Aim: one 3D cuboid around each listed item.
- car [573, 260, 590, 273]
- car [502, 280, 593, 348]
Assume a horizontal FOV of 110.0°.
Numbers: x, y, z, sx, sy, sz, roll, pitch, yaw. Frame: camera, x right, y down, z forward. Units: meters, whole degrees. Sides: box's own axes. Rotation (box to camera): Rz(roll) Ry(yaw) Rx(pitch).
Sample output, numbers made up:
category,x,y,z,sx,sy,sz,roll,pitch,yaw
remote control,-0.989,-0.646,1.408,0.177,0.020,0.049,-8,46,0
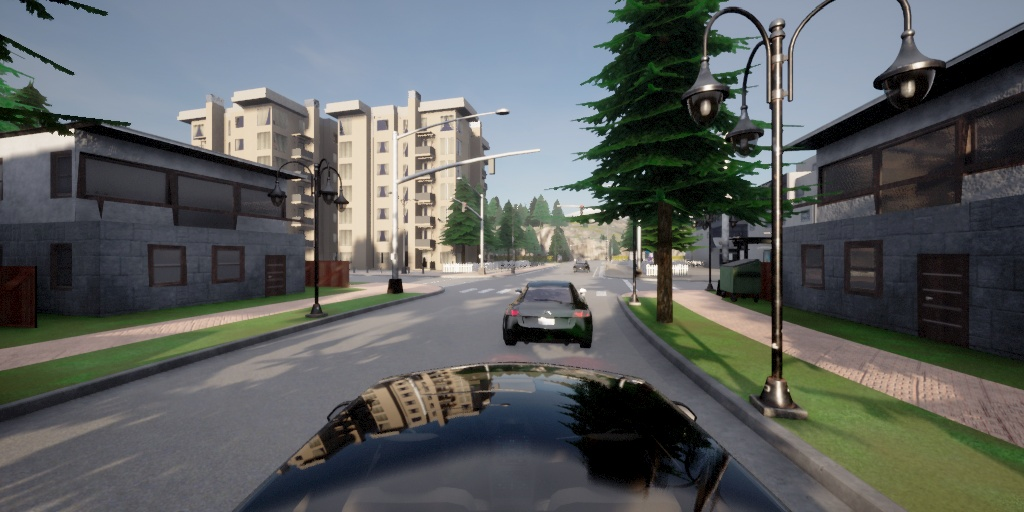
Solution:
category,x,y,z,sx,sy,sz,roll,pitch,yaw
car,8.735,1.276,44.869,2.128,1.511,4.902,0,0,14
car,0.994,1.314,9.322,1.994,1.385,4.181,0,0,8
